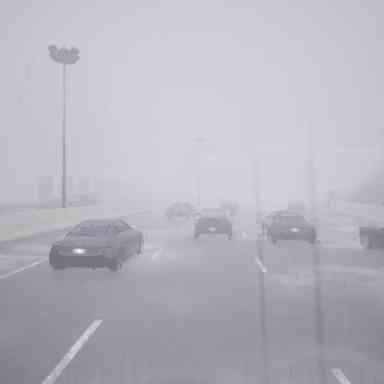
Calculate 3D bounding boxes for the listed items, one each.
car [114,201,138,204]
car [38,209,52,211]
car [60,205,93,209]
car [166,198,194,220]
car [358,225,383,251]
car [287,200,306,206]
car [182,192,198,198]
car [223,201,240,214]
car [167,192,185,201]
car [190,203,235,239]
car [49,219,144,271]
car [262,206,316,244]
[{"bbox_3d":[-8.957,1.508,41.873,1.812,1.442,4.674,0,0,14],"label":"car"},{"bbox_3d":[-16.584,1.470,39.864,1.837,1.490,4.892,0,0,13],"label":"car"},{"bbox_3d":[-13.105,1.193,39.533,2.150,2.045,5.566,0,0,13],"label":"car"},{"bbox_3d":[-0.827,1.547,28.508,2.033,1.411,5.357,0,0,10],"label":"car"},{"bbox_3d":[7.627,1.619,11.549,1.895,1.301,4.718,0,0,4],"label":"car"},{"bbox_3d":[12.029,1.631,38.607,1.895,1.301,4.718,0,0,14],"label":"car"},{"bbox_3d":[-0.069,1.144,78.090,1.812,1.442,4.674,0,0,25],"label":"car"},{"bbox_3d":[4.044,1.612,35.166,1.895,1.301,4.718,0,0,12],"label":"car"},{"bbox_3d":[-3.704,1.036,78.537,2.150,2.045,5.566,0,0,23],"label":"car"},{"bbox_3d":[1.179,1.529,17.475,1.812,1.442,4.674,0,0,6],"label":"car"},{"bbox_3d":[-2.902,1.558,10.943,1.994,1.385,4.181,0,0,4],"label":"car"},{"bbox_3d":[4.556,1.575,16.109,1.994,1.385,4.181,0,0,5],"label":"car"}]
